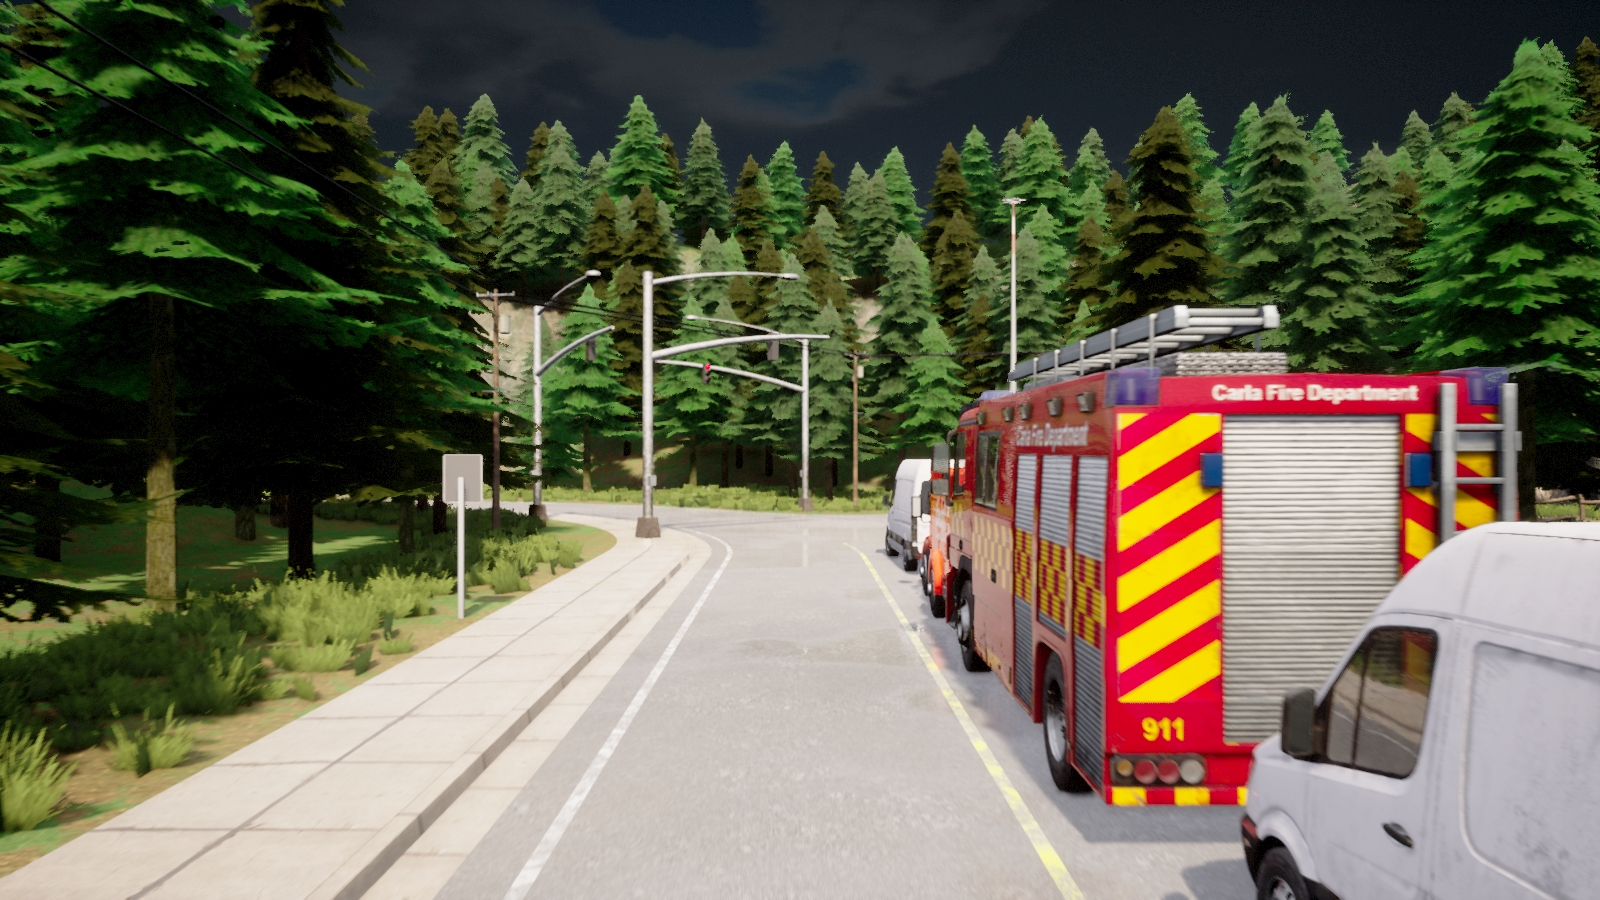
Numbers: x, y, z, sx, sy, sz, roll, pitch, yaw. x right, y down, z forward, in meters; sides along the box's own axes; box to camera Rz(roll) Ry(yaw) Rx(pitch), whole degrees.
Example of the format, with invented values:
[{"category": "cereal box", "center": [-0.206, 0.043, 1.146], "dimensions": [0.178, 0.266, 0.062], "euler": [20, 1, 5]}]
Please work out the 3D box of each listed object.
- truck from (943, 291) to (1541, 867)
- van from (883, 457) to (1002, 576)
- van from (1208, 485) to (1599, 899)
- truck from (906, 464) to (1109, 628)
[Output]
[{"category": "truck", "center": [3.468, 0.847, 11.823], "dimensions": [2.891, 3.827, 8.468], "euler": [0, 0, 0]}, {"category": "van", "center": [3.322, 1.471, 27.869], "dimensions": [1.988, 2.561, 5.915], "euler": [0, 0, -2]}, {"category": "van", "center": [3.476, 1.500, 3.974], "dimensions": [1.988, 2.561, 5.915], "euler": [0, 0, 0]}, {"category": "truck", "center": [3.434, 1.510, 20.155], "dimensions": [2.627, 2.467, 5.204], "euler": [0, 0, 0]}]
